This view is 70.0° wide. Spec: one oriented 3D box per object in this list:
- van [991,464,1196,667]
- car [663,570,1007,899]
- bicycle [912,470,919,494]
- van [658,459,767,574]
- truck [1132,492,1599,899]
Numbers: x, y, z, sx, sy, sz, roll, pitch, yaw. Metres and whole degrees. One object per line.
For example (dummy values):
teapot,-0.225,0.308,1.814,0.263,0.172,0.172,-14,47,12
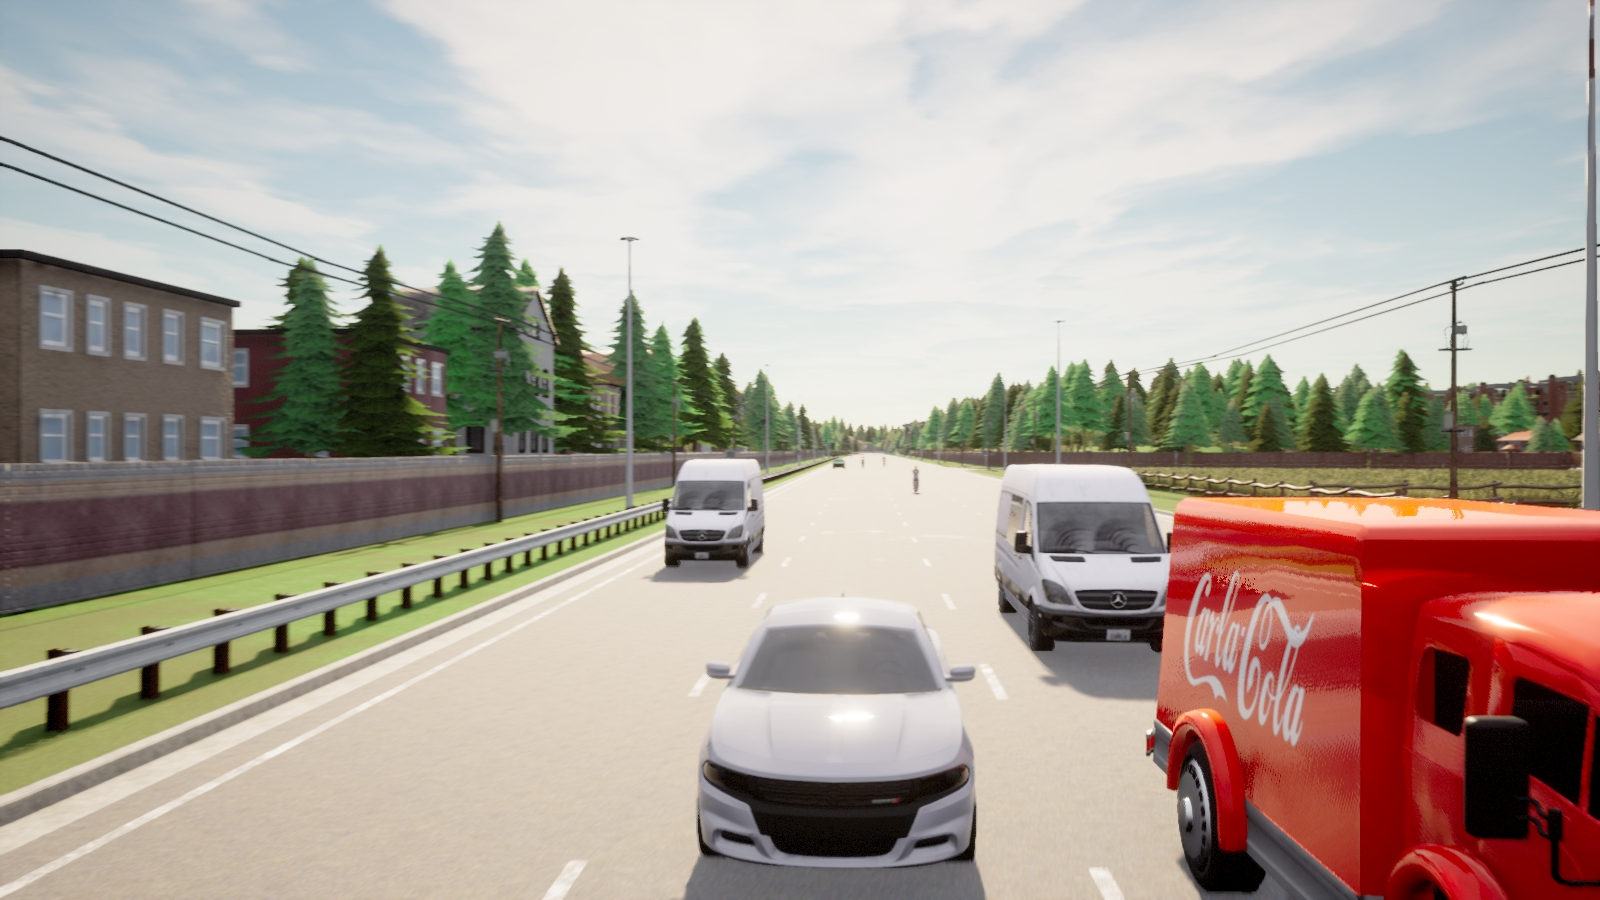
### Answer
van,4.313,1.536,17.840,1.988,2.561,5.915,0,0,3
car,0.343,2.032,9.465,2.097,1.535,5.006,0,0,3
bicycle,7.402,2.051,72.949,0.373,1.496,1.643,0,0,3
van,-2.077,1.527,28.941,1.988,2.561,5.915,0,0,3
truck,3.695,1.567,6.073,2.627,2.467,5.204,0,0,4
